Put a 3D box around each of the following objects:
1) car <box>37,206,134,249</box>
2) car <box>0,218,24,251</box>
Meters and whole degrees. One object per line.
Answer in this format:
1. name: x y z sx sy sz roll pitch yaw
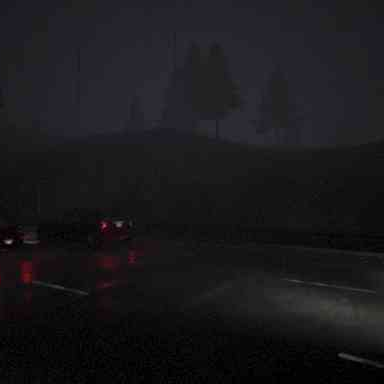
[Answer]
1. car: -4.903 1.438 15.086 4.553 1.767 2.097 -1 0 30
2. car: -8.664 1.638 13.188 4.674 1.442 1.812 -1 0 29
